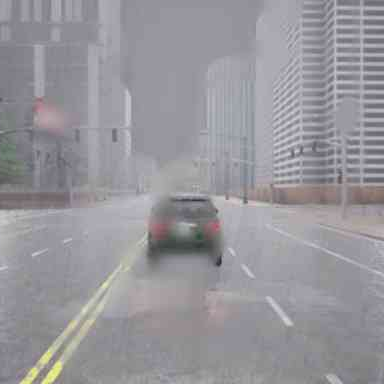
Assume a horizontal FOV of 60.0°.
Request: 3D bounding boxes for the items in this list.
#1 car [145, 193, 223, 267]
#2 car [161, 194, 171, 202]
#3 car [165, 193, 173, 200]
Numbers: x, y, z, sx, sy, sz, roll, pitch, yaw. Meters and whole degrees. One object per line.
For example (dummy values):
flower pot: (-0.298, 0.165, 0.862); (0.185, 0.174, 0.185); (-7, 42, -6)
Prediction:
car: (-0.228, 1.155, 11.434); (2.150, 2.045, 5.566); (0, -1, -1)
car: (-5.257, 1.166, 67.771); (1.837, 1.490, 4.892); (0, 1, -1)
car: (-5.664, 1.108, 83.272); (1.812, 1.442, 4.674); (0, 0, -2)
